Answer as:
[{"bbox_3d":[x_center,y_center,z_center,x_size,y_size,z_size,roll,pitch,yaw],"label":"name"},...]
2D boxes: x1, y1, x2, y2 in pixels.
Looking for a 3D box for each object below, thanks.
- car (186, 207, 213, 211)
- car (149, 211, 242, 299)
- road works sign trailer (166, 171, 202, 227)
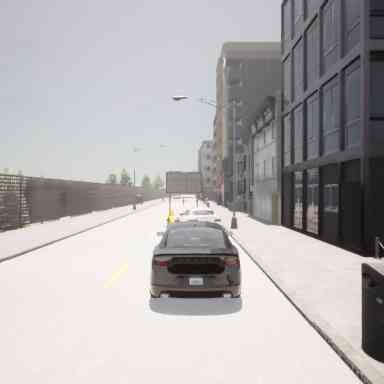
[{"bbox_3d":[0.367,1.541,17.893,1.812,1.442,4.674,0,-1,-8],"label":"car"},{"bbox_3d":[0.072,1.478,8.540,1.882,1.535,5.008,0,0,0],"label":"car"},{"bbox_3d":[-0.569,0.464,21.384,2.380,3.560,2.880,0,0,-17],"label":"road works sign trailer"}]
